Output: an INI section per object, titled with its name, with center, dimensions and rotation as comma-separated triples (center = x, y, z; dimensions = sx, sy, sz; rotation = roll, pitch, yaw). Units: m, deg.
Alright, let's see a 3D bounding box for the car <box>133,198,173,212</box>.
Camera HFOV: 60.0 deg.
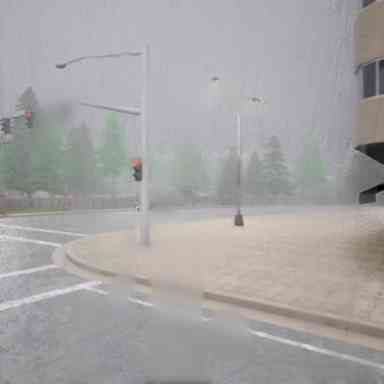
[car]
center = -4.328, 1.423, 37.211
dimensions = 4.892, 1.490, 1.837
rotation = 0, -1, -43
